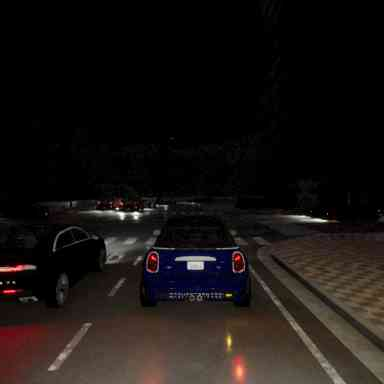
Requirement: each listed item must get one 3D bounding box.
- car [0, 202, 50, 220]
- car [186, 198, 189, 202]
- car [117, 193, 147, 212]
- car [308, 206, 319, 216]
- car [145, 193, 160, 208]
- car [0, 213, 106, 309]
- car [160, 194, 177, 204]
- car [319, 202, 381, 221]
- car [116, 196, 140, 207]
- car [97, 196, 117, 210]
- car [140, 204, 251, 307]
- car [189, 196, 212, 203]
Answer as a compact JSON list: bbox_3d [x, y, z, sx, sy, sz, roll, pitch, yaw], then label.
[{"bbox_3d":[-13.724,1.556,26.698,4.674,1.442,1.812,0,0,13],"label":"car"},{"bbox_3d":[0.884,1.524,72.695,4.674,1.442,1.812,0,0,-43],"label":"car"},{"bbox_3d":[-7.089,1.352,39.598,2.097,1.767,4.553,0,0,1],"label":"car"},{"bbox_3d":[13.018,1.619,30.888,4.181,1.385,1.994,0,0,0],"label":"car"},{"bbox_3d":[-6.765,1.221,49.183,2.150,2.045,5.566,0,0,6],"label":"car"},{"bbox_3d":[-3.418,1.491,7.857,2.128,1.511,4.902,0,0,0],"label":"car"},{"bbox_3d":[-4.300,1.525,59.050,1.812,1.442,4.674,0,0,25],"label":"car"},{"bbox_3d":[13.130,1.619,27.381,4.181,1.385,1.994,0,0,-2],"label":"car"},{"bbox_3d":[-9.861,1.477,51.637,1.882,1.535,5.008,0,0,10],"label":"car"},{"bbox_3d":[-10.507,1.352,42.437,2.097,1.767,4.553,0,0,2],"label":"car"},{"bbox_3d":[0.067,1.352,8.154,2.097,1.767,4.553,0,0,0],"label":"car"},{"bbox_3d":[2.200,1.525,69.068,1.812,1.442,4.674,0,0,42],"label":"car"}]
